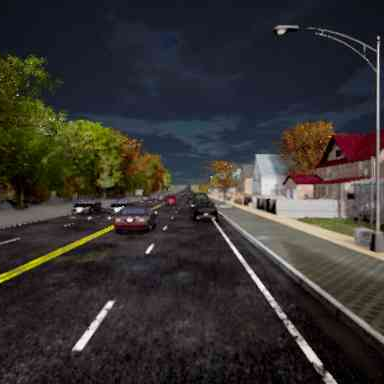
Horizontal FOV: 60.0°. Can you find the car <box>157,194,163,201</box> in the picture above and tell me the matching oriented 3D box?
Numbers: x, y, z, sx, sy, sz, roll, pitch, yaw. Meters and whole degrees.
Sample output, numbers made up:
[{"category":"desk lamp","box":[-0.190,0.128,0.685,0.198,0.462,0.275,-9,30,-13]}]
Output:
[{"category":"car","box":[-6.490,1.132,71.458,2.128,1.511,4.902,0,0,0]}]

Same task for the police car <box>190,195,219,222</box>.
[{"category":"police car","box":[0.978,1.322,25.641,1.930,1.638,5.238,0,0,0]}]

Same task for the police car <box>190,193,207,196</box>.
[{"category":"police car","box":[0.980,1.280,35.641,1.930,1.638,5.238,0,0,0]}]

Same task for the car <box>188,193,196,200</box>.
[{"category":"car","box":[0.010,1.051,78.280,1.882,1.535,5.008,0,0,0]}]

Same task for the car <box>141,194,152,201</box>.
[{"category":"car","box":[-9.741,1.131,71.459,1.812,1.442,4.674,0,0,0]}]

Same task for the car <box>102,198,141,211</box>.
[{"category":"car","box":[-6.586,1.364,31.566,2.128,1.511,4.902,0,0,0]}]

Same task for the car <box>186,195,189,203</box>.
[{"category":"car","box":[0.008,1.240,59.312,1.837,1.490,4.892,0,0,0]}]

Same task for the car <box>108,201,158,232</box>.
[{"category":"car","box":[-3.149,1.471,19.335,2.033,1.411,5.357,0,0,0]}]

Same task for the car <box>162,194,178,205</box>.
[{"category":"car","box":[-3.144,1.303,51.724,1.812,1.442,4.674,0,0,0]}]

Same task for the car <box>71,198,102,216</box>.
[{"category":"car","box":[-9.835,1.364,31.502,2.128,1.511,4.902,0,0,0]}]

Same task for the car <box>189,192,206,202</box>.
[{"category":"car","box":[0.981,1.051,41.559,2.150,2.045,5.566,0,0,0]}]
